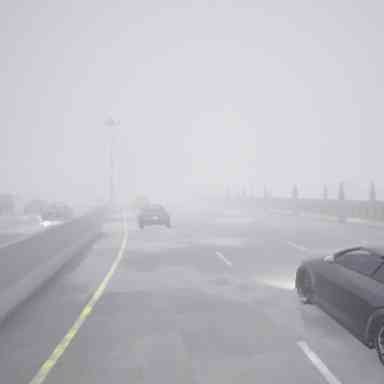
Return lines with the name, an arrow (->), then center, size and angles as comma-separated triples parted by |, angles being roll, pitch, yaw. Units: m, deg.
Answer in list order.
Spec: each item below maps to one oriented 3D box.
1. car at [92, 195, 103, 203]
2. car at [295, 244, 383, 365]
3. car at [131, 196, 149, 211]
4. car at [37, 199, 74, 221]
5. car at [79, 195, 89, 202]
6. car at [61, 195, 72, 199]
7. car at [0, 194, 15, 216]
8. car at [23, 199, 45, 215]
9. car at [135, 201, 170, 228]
car -> -19.099, 1.432, 67.347 | 1.882, 1.535, 5.008 | 0, 0, -12
car -> 3.253, 1.540, 5.423 | 1.994, 1.385, 4.181 | 0, 0, -3
car -> -6.151, 1.304, 39.745 | 2.097, 1.767, 4.553 | 0, 0, -12
car -> -10.909, 1.559, 27.225 | 1.994, 1.385, 4.181 | 0, 0, -12
car -> -24.282, 1.483, 75.134 | 1.812, 1.442, 4.674 | 0, 0, -12
car -> -27.386, 1.375, 72.857 | 1.837, 1.490, 4.892 | 0, 0, -12
car -> -19.176, 1.239, 32.635 | 2.150, 2.045, 5.566 | 0, 0, -12
car -> -15.983, 1.510, 34.504 | 1.837, 1.490, 4.892 | 0, 0, -12
car -> -2.608, 1.534, 22.243 | 1.994, 1.385, 4.181 | 0, 0, -11
